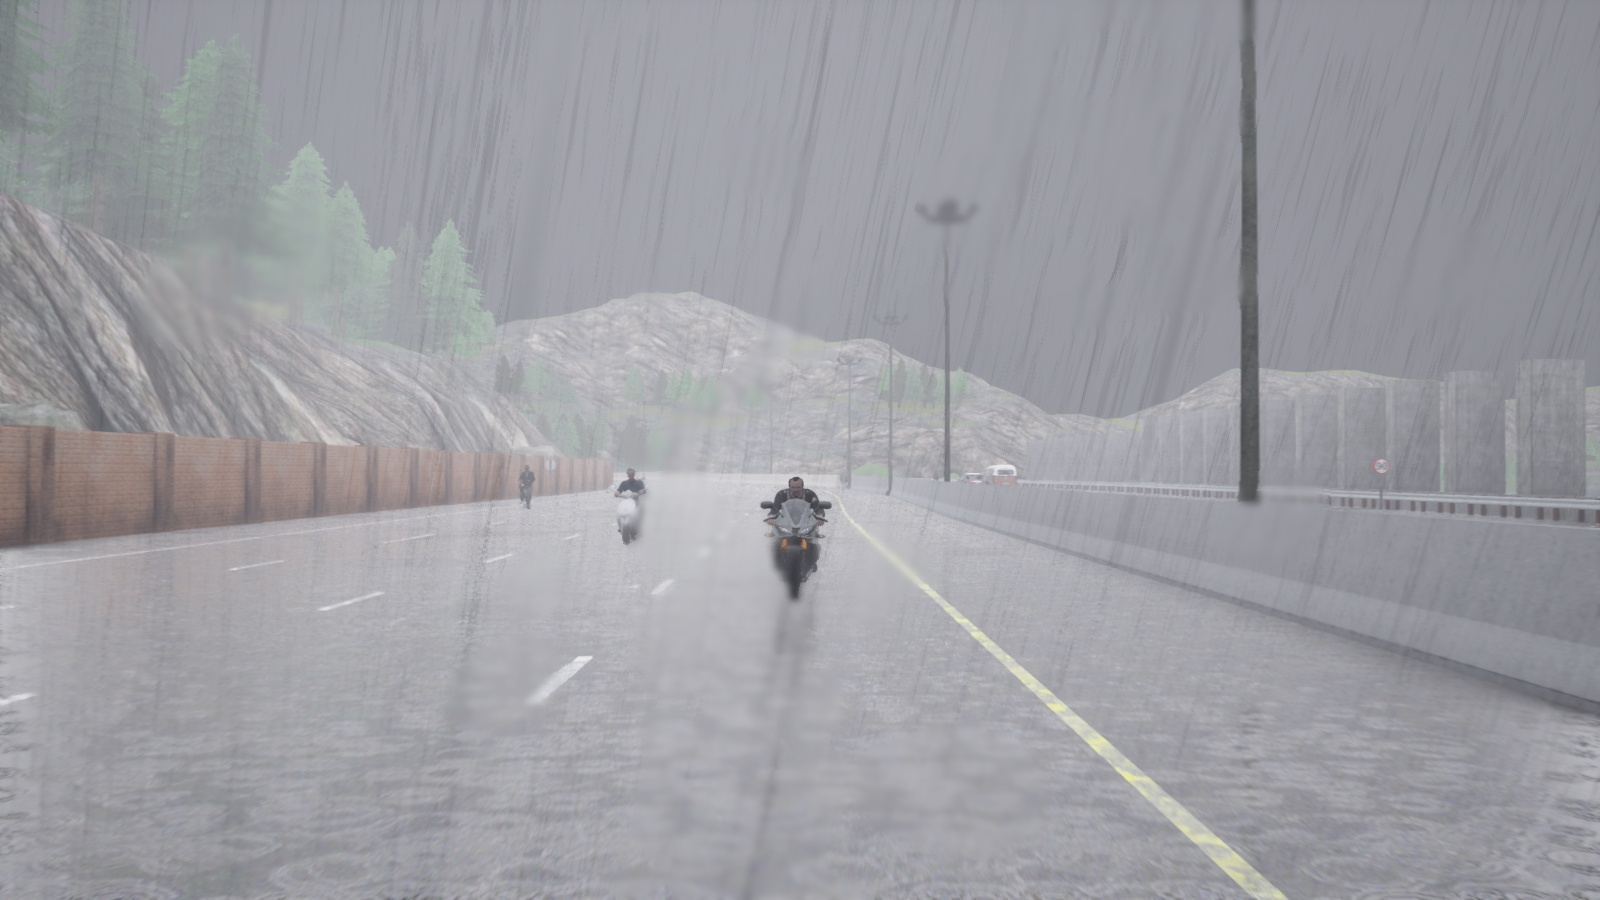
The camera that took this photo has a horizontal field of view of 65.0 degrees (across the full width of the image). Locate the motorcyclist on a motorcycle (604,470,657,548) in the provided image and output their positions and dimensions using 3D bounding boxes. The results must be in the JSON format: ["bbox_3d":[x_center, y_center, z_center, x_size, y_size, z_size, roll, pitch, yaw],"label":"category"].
[{"bbox_3d":[-3.571,1.228,26.610,0.866,1.590,1.817,0,-1,0],"label":"motorcyclist on a motorcycle"}]

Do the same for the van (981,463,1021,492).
[{"bbox_3d":[14.402,1.992,90.279,2.069,2.038,4.480,0,-1,-1],"label":"van"}]

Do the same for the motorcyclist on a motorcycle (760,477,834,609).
[{"bbox_3d":[-0.042,1.116,15.872,0.866,1.530,2.191,0,-1,0],"label":"motorcyclist on a motorcycle"}]

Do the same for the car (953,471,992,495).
[{"bbox_3d":[10.993,2.081,80.331,1.970,1.475,3.806,0,-1,0],"label":"car"}]
